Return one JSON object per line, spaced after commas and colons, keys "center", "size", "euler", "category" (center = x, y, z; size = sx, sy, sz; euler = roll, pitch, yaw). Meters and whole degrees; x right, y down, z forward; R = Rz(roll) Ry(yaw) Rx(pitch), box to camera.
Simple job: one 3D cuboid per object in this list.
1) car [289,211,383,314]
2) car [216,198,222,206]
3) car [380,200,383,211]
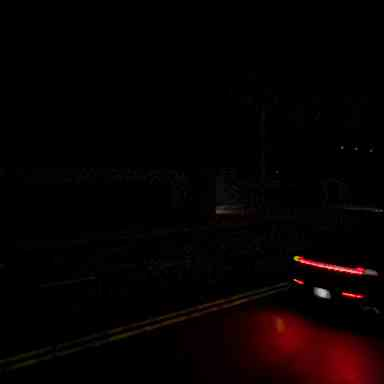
{"center": [4.048, 1.351, 6.721], "size": [4.902, 1.511, 2.128], "euler": [-1, 1, -35], "category": "car"}
{"center": [1.692, 0.964, 42.510], "size": [1.882, 1.535, 5.008], "euler": [-1, 1, -37], "category": "car"}
{"center": [16.989, 0.921, 26.071], "size": [2.128, 1.511, 4.902], "euler": [-1, 1, -9], "category": "car"}
